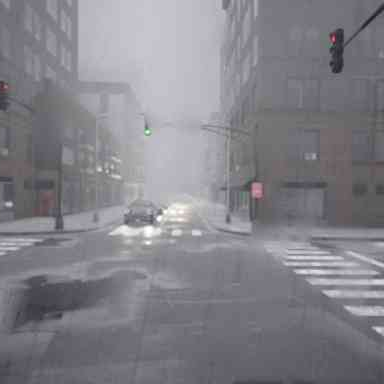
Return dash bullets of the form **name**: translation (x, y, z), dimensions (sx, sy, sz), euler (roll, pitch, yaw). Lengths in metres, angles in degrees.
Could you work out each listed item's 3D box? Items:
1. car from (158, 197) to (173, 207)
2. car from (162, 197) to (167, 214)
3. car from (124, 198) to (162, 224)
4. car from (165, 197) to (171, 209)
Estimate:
- **car**: translation (-4.333, 1.569, 54.229), dimensions (2.128, 1.511, 4.902), euler (0, 0, -1)
- **car**: translation (-3.933, 1.574, 34.277), dimensions (1.812, 1.442, 4.674), euler (0, 0, -2)
- **car**: translation (-3.779, 1.384, 25.286), dimensions (2.097, 1.767, 4.553), euler (0, 0, 0)
- **car**: translation (-4.094, 1.590, 44.152), dimensions (1.812, 1.442, 4.674), euler (0, 0, -1)
